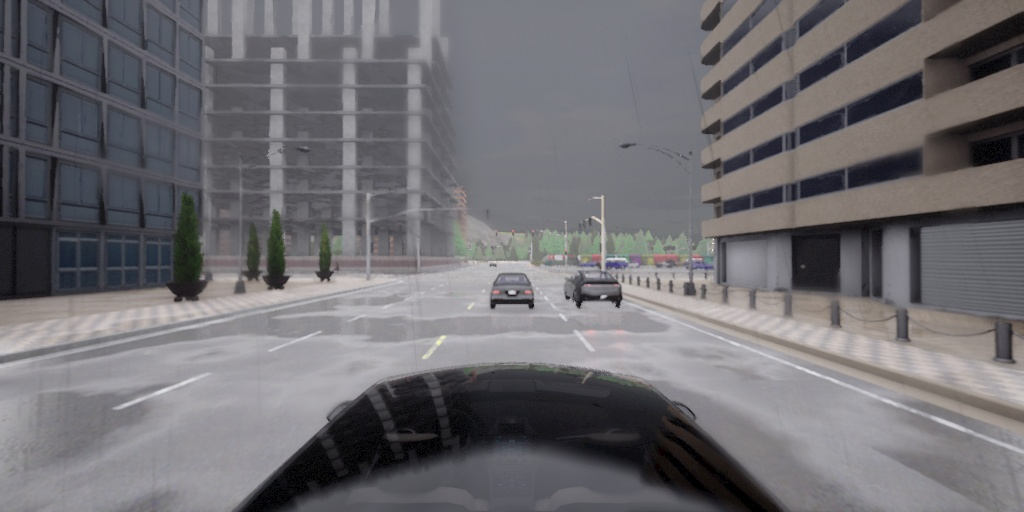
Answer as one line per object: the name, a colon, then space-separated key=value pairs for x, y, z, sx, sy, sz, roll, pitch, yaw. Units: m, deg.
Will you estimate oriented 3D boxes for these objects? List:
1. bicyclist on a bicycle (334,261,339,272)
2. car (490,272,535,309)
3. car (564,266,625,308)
bicyclist on a bicycle: x=-25.989 y=1.595 z=53.188 sx=0.582 sy=1.620 sz=1.656 roll=0 pitch=0 yaw=0
car: x=0.005 y=1.431 z=15.843 sx=2.033 sy=1.411 sz=5.357 roll=0 pitch=-1 yaw=0
car: x=3.505 y=1.379 z=16.140 sx=2.128 sy=1.511 sz=4.902 roll=0 pitch=0 yaw=0
